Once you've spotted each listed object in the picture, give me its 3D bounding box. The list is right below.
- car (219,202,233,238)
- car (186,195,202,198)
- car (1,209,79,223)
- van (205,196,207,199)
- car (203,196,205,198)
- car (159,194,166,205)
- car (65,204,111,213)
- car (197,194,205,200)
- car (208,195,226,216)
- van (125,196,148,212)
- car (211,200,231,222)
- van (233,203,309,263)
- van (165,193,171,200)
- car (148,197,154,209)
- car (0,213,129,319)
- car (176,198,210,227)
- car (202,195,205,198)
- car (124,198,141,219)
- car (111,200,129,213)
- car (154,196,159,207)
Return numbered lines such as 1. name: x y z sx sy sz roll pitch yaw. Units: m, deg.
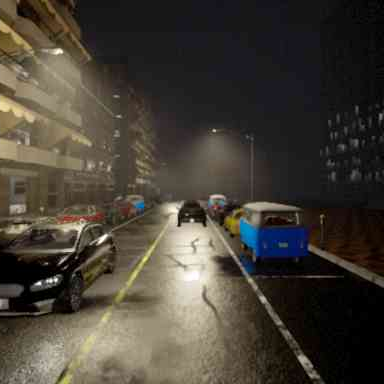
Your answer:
1. car: 2.608 1.466 17.173 1.752 1.417 4.829 0 0 0
2. car: -0.103 1.359 44.572 2.128 1.511 4.902 0 0 0
3. car: -5.745 1.516 11.439 2.008 1.369 4.403 0 0 0
4. van: 2.530 1.236 33.584 1.690 1.788 3.998 0 0 0
5. car: 2.504 1.405 39.279 1.752 1.417 4.829 0 0 0
6. car: -5.952 1.412 55.650 1.947 1.339 4.313 0 0 0
7. car: -5.772 1.388 16.964 1.967 1.590 4.097 0 0 0
8. car: 2.299 1.331 83.321 1.887 1.381 4.507 -1 0 0
9. car: 2.556 1.350 28.056 1.967 1.590 4.097 0 0 0
10. van: -5.850 1.242 33.544 1.690 1.788 3.998 0 0 0
11. car: 2.583 1.491 22.531 1.947 1.339 4.313 0 0 0
12. van: 2.633 1.300 11.477 1.690 1.788 3.998 0 0 0
13. van: -6.083 1.133 83.282 1.690 1.788 3.998 0 0 0
14. car: -5.875 1.469 39.071 1.802 1.307 4.206 0 0 0
15. car: -3.032 1.467 7.613 2.128 1.511 4.902 0 0 0
16. car: -0.006 1.435 22.341 1.837 1.490 4.892 0 1 0
17. car: 2.350 1.350 72.270 1.887 1.381 4.507 -1 0 0
18. car: -5.823 1.461 28.018 1.887 1.381 4.507 0 0 0
19. car: -5.797 1.497 22.491 1.947 1.339 4.313 0 0 0
20. car: -5.900 1.455 44.597 1.802 1.307 4.206 0 0 0
